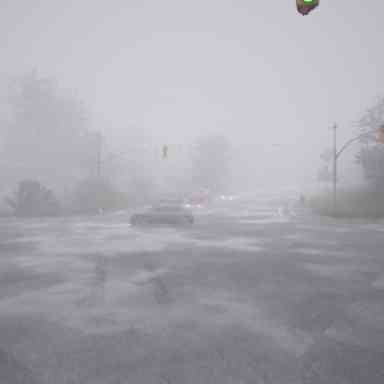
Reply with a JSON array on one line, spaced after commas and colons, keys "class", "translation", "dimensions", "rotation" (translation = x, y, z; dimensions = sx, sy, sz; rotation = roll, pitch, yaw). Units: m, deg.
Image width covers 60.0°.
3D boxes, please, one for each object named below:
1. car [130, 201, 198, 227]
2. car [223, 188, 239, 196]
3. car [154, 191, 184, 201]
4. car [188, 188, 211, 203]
[{"class": "car", "translation": [-1.872, 1.463, 21.479], "dimensions": [4.181, 1.385, 1.994], "rotation": [0, 0, 2]}, {"class": "car", "translation": [7.518, -0.033, 64.164], "dimensions": [1.812, 1.442, 4.674], "rotation": [0, 4, 26]}, {"class": "car", "translation": [-2.559, 0.961, 38.164], "dimensions": [2.150, 2.045, 5.566], "rotation": [0, 1, 15]}, {"class": "car", "translation": [1.223, 0.543, 50.097], "dimensions": [2.150, 2.045, 5.566], "rotation": [0, 3, 21]}]
